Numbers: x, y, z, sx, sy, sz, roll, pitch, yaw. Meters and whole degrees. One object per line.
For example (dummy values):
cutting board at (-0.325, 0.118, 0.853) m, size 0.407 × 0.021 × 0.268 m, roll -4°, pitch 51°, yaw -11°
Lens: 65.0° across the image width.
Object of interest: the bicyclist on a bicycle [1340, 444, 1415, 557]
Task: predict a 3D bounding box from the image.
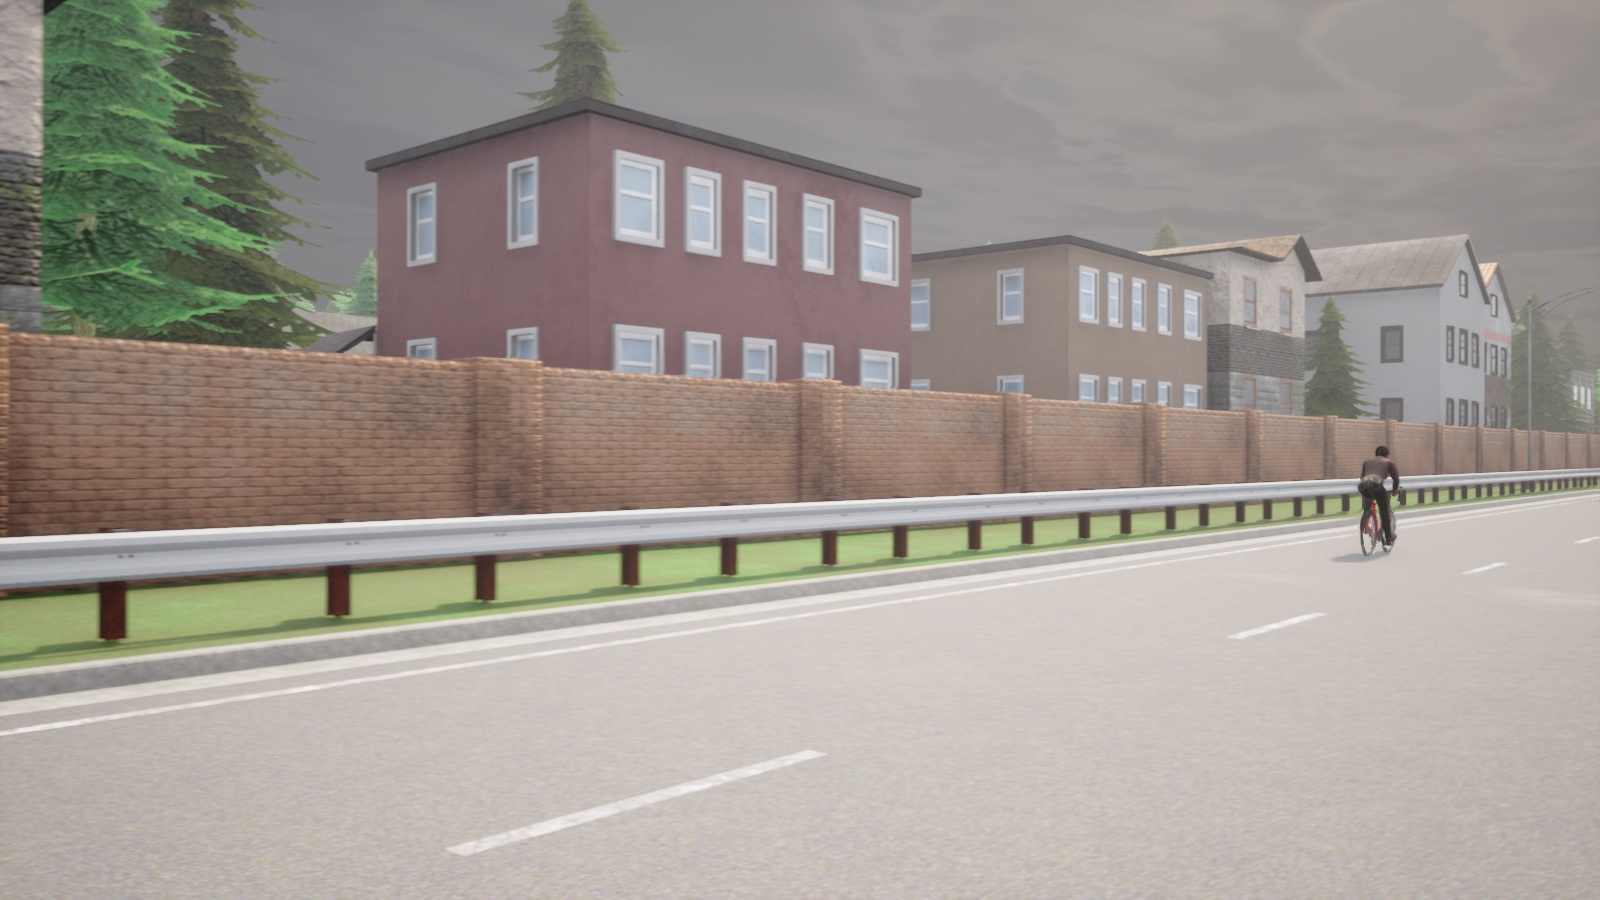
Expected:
bicyclist on a bicycle at (8.634, 0.725, 18.744) m, size 0.582 × 1.620 × 1.656 m, roll 0°, pitch -1°, yaw 41°
